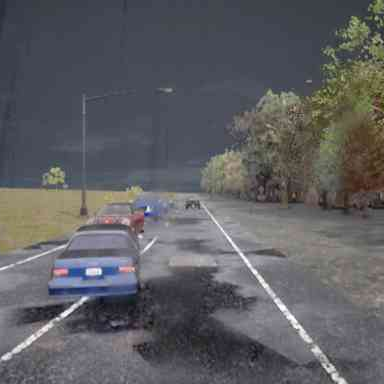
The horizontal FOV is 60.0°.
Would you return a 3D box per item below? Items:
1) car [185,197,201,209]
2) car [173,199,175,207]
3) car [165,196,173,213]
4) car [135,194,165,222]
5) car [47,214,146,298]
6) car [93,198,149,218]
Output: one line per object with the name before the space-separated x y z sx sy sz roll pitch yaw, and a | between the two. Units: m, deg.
car | 0.106 1.466 43.931 1.837 1.490 4.892 0 0 -1
car | -3.545 1.310 46.142 2.097 1.767 4.553 0 0 0
car | -3.556 1.322 36.135 2.097 1.767 4.553 0 0 0
car | -3.577 1.202 26.131 2.150 2.045 5.566 0 0 -1
car | -2.287 1.542 8.717 2.033 1.411 5.357 0 0 -10
car | -3.654 1.340 16.466 2.097 1.767 4.553 0 0 1
